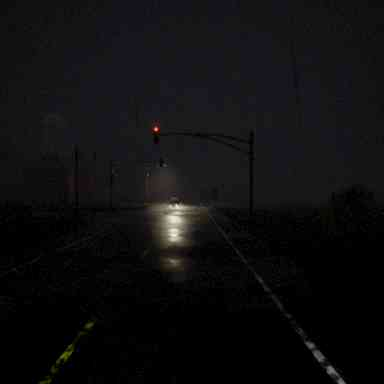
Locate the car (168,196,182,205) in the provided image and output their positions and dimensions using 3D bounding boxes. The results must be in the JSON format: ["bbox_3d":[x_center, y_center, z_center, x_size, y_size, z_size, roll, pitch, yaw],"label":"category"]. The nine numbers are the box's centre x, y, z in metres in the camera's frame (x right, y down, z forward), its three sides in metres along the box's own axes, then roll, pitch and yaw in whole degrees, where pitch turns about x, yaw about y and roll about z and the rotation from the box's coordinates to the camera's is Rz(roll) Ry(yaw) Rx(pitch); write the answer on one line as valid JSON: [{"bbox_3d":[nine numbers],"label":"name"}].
[{"bbox_3d":[-3.480,1.729,64.711,1.994,1.385,4.181,0,0,1],"label":"car"}]

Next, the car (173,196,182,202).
[{"bbox_3d":[-3.450,1.709,80.645,1.812,1.442,4.674,0,0,0],"label":"car"}]
